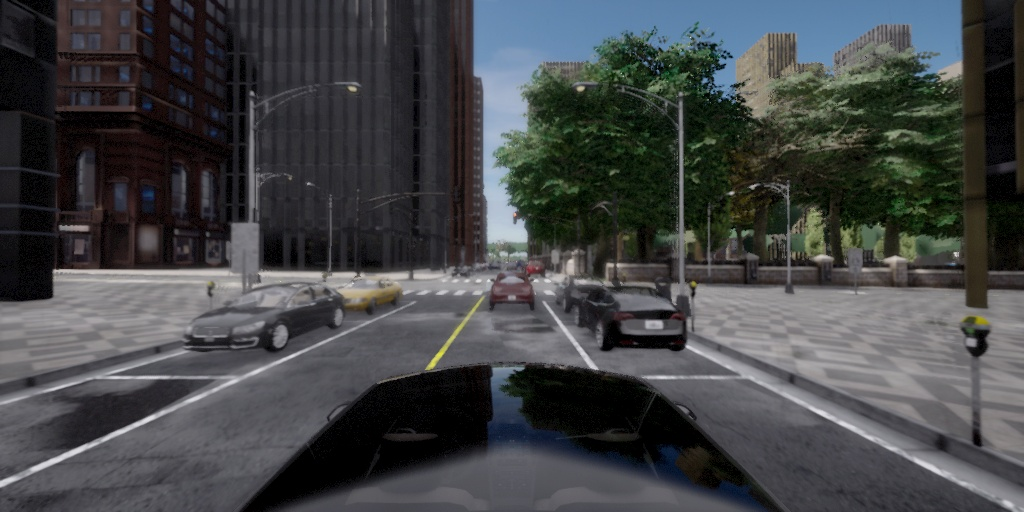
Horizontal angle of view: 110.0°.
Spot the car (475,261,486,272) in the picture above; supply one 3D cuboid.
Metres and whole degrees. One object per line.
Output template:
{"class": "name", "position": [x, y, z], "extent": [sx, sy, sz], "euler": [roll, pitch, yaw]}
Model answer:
{"class": "car", "position": [-5.808, 1.896, 57.559], "extent": [2.007, 1.370, 4.403], "euler": [0, 0, 0]}

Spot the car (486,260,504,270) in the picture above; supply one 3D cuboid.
{"class": "car", "position": [-3.088, 1.780, 64.857], "extent": [2.097, 1.767, 4.553], "euler": [0, -1, 0]}

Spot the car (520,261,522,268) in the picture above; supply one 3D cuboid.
{"class": "car", "position": [2.718, 1.896, 57.573], "extent": [2.007, 1.370, 4.403], "euler": [0, 0, 0]}

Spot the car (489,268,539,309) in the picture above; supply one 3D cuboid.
{"class": "car", "position": [0.014, 1.418, 15.754], "extent": [1.812, 1.442, 4.674], "euler": [0, 0, 0]}

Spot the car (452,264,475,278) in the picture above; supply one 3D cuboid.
{"class": "car", "position": [-5.794, 1.727, 41.189], "extent": [1.948, 1.339, 4.313], "euler": [0, 0, 0]}

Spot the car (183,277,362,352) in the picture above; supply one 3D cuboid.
{"class": "car", "position": [-5.769, 1.375, 9.014], "extent": [2.007, 1.370, 4.403], "euler": [0, 0, 0]}

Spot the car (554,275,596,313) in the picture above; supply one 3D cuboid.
{"class": "car", "position": [2.752, 1.431, 14.542], "extent": [2.007, 1.370, 4.403], "euler": [0, 0, 0]}

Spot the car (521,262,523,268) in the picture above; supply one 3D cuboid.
{"class": "car", "position": [2.722, 1.850, 52.117], "extent": [1.948, 1.339, 4.313], "euler": [0, 0, 0]}

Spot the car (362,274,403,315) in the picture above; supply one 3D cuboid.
{"class": "car", "position": [-5.773, 1.406, 14.356], "extent": [1.751, 1.417, 4.829], "euler": [0, 0, 0]}

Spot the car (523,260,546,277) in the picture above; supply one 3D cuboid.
{"class": "car", "position": [2.731, 1.476, 41.205], "extent": [2.192, 1.841, 5.009], "euler": [0, 0, 0]}

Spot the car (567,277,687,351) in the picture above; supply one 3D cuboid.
{"class": "car", "position": [2.757, 1.390, 9.030], "extent": [1.948, 1.339, 4.313], "euler": [0, 0, 0]}
